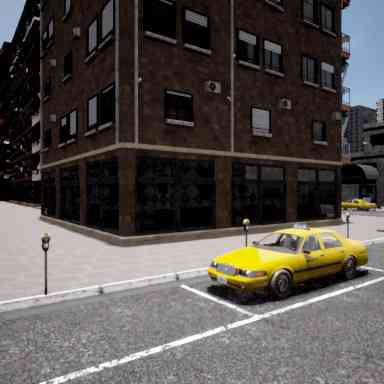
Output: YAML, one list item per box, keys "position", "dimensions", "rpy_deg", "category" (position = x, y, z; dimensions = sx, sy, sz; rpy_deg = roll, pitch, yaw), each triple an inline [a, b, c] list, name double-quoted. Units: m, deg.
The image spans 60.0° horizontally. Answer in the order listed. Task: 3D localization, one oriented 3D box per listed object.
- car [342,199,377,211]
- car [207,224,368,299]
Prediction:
- position: [19.270, 1.469, 39.636]
  dimensions: [1.752, 1.417, 4.829]
  rpy_deg: [0, 0, -35]
  category: "car"
- position: [2.594, 1.525, 8.416]
  dimensions: [4.829, 1.417, 1.752]
  rpy_deg: [0, 0, -36]
  category: "car"
